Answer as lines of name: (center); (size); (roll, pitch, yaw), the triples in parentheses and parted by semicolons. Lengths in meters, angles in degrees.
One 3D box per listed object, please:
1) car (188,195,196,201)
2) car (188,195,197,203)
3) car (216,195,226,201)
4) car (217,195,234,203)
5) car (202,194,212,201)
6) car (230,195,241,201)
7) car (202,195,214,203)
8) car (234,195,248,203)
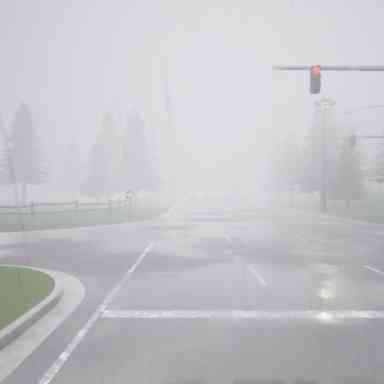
car: (0.060, 1.427, 80.794); (1.895, 1.301, 4.718); (0, 0, 0)
car: (0.052, 1.517, 70.344); (2.128, 1.511, 4.902); (0, 0, 0)
car: (7.060, 1.427, 80.789); (1.895, 1.301, 4.718); (0, 0, 0)
car: (7.052, 1.517, 70.339); (2.128, 1.511, 4.902); (0, 0, 0)
car: (3.560, 1.357, 80.762); (2.128, 1.511, 4.902); (0, 0, 0)
car: (10.560, 1.427, 80.786); (1.895, 1.301, 4.718); (0, 0, 0)
car: (3.552, 1.469, 70.342); (1.882, 1.535, 5.008); (0, 0, 0)
car: (10.552, 1.531, 70.336); (2.033, 1.411, 5.357); (0, 0, 0)
